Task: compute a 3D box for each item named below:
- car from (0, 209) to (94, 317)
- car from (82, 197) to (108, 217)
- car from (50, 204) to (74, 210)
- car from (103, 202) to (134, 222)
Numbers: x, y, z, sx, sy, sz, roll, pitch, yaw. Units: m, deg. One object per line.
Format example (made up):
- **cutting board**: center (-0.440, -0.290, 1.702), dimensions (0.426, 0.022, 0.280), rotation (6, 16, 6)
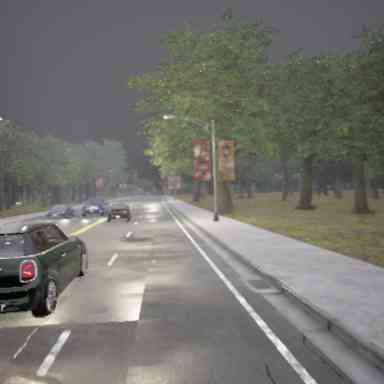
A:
- **car**: center (-3.891, 1.495, 7.810), dimensions (2.097, 1.767, 4.553), rotation (-2, 0, -7)
- **car**: center (-10.552, 1.603, 36.737), dimensions (2.150, 2.045, 5.566), rotation (-2, 0, -6)
- **car**: center (-13.601, 1.994, 34.725), dimensions (1.812, 1.442, 4.674), rotation (-2, 0, -6)
- **car**: center (-6.307, 1.770, 29.462), dimensions (1.837, 1.490, 4.892), rotation (-2, 0, -6)
